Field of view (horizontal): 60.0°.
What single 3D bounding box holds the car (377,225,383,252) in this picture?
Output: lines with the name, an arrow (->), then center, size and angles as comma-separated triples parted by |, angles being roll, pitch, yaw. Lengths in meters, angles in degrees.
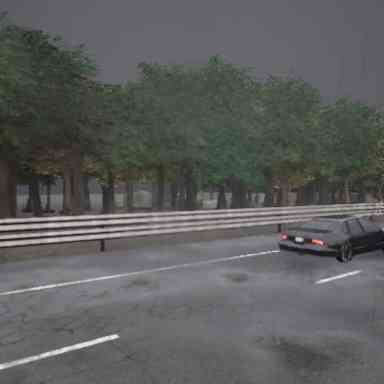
car -> 7.484, 1.539, 9.088 | 5.357, 1.411, 2.033 | 0, 0, -35

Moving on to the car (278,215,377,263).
car -> 5.420, 1.539, 11.916 | 5.357, 1.411, 2.033 | 0, 0, -35
